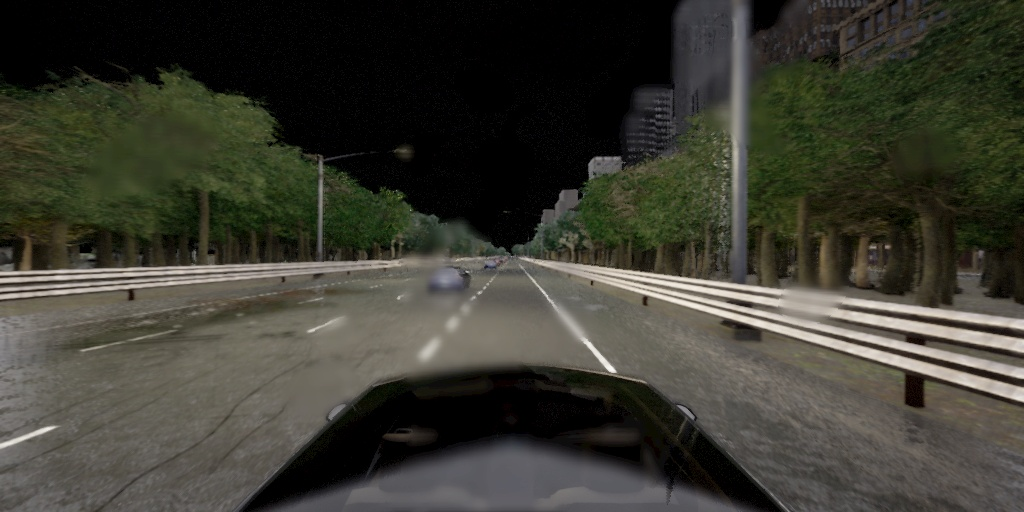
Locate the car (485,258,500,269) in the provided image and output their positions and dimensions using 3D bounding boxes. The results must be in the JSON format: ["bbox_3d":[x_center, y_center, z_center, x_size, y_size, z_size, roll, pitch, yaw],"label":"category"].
[{"bbox_3d":[-3.426,1.387,59.705,1.994,1.385,4.181,0,0,0],"label":"car"}]

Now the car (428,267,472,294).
[{"bbox_3d":[-3.471,1.309,20.569,1.994,1.385,4.181,0,0,0],"label":"car"}]
